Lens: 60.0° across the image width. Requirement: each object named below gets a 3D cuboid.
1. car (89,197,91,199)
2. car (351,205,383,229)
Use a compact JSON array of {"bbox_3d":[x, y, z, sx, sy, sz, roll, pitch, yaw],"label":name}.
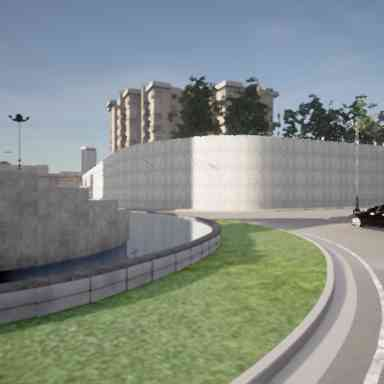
[{"bbox_3d":[-15.589,1.488,47.924,1.837,1.490,4.892,-1,0,-34],"label":"car"},{"bbox_3d":[11.103,1.480,18.943,1.837,1.490,4.892,1,0,-8],"label":"car"}]
